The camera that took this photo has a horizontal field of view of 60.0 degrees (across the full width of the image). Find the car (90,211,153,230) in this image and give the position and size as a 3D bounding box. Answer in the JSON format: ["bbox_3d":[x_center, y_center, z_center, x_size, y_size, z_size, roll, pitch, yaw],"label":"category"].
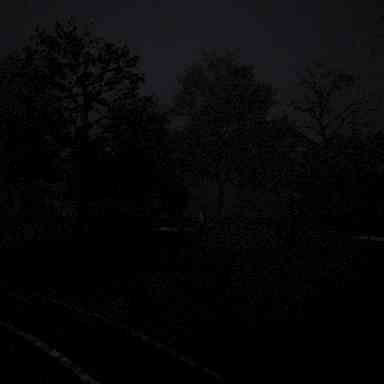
[{"bbox_3d":[-5.505,2.256,26.265,4.892,1.490,1.837,1,-3,-17],"label":"car"}]
